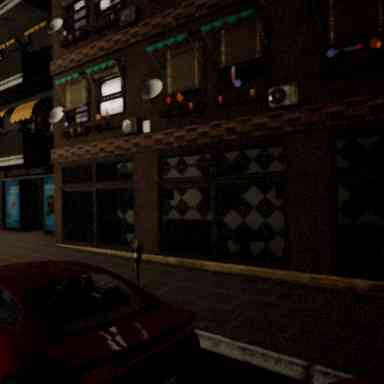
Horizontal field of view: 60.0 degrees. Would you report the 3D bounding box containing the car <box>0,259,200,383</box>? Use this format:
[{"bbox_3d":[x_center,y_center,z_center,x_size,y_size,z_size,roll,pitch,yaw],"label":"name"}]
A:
[{"bbox_3d":[-2.023,1.543,4.187,4.507,1.381,1.887,0,-1,36],"label":"car"}]

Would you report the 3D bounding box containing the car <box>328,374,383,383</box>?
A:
[{"bbox_3d":[2.479,1.546,0.976,4.507,1.381,1.887,0,-1,36],"label":"car"}]
